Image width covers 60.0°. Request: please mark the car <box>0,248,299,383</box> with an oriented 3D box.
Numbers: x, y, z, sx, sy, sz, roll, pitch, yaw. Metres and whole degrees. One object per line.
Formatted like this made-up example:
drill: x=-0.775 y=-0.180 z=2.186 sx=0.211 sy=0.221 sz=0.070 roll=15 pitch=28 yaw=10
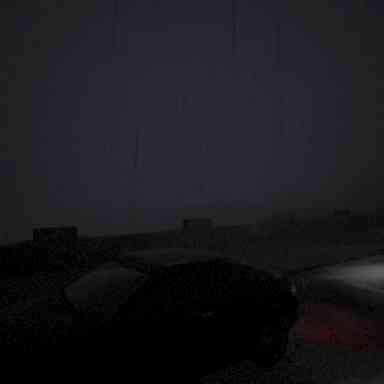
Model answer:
car: x=-0.539 y=1.526 z=4.219 sx=4.674 sy=1.442 sz=1.812 roll=0 pitch=0 yaw=-37
